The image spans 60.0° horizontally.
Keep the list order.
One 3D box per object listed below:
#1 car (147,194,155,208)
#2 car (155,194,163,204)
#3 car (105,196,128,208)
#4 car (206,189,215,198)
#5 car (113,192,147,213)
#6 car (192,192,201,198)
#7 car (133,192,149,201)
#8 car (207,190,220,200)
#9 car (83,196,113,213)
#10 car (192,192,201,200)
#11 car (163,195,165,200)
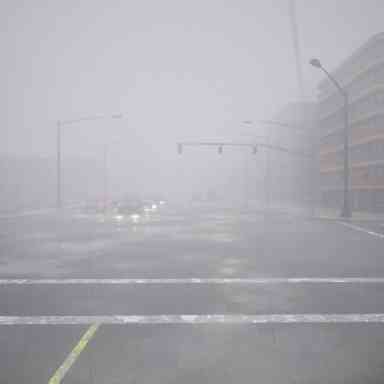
[{"bbox_3d":[-6.289,1.277,43.369,1.812,1.442,4.674,0,1,0],"label":"car"},{"bbox_3d":[-6.253,1.080,52.650,2.128,1.511,4.902,0,1,0],"label":"car"},{"bbox_3d":[-9.789,1.314,43.473,1.994,1.385,4.181,0,1,0],"label":"car"},{"bbox_3d":[4.421,0.425,75.886,2.150,2.045,5.566,0,1,0],"label":"car"},{"bbox_3d":[-6.320,1.226,34.486,2.097,1.767,4.553,0,1,0],"label":"car"},{"bbox_3d":[0.919,0.649,75.735,2.033,1.411,5.357,0,1,0],"label":"car"},{"bbox_3d":[-9.674,0.896,63.169,2.128,1.511,4.902,0,1,1],"label":"car"},{"bbox_3d":[4.487,0.919,65.903,1.994,1.385,4.181,0,1,0],"label":"car"},{"bbox_3d":[-9.818,1.225,34.831,2.097,1.767,4.553,0,1,0],"label":"car"},{"bbox_3d":[0.885,0.959,65.759,1.895,1.301,4.718,0,1,0],"label":"car"},{"bbox_3d":[-6.180,1.012,62.779,1.895,1.301,4.718,0,1,1],"label":"car"}]
